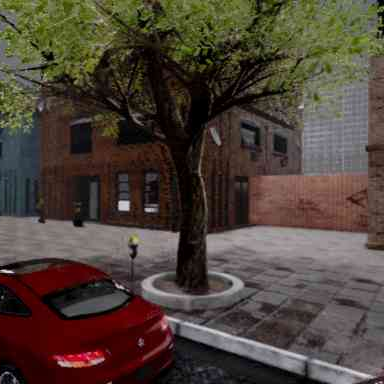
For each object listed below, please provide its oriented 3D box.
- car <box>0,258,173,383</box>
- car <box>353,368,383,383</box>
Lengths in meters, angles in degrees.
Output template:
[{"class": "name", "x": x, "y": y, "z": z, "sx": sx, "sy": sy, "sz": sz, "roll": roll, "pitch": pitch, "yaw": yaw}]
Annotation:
[{"class": "car", "x": -2.148, "y": 1.560, "z": 4.405, "sx": 4.206, "sy": 1.307, "sz": 1.802, "roll": 0, "pitch": 0, "yaw": 36}, {"class": "car", "x": 2.491, "y": 1.448, "z": 1.095, "sx": 4.097, "sy": 1.590, "sz": 1.967, "roll": 0, "pitch": 0, "yaw": 36}]
